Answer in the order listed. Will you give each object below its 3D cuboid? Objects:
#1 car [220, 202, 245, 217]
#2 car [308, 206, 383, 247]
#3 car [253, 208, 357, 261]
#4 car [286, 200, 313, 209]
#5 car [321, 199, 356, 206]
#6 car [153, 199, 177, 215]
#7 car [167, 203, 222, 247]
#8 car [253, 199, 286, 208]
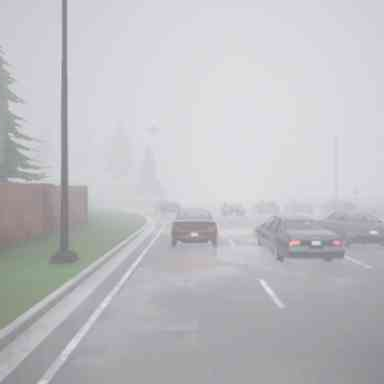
[{"bbox_3d":[3.596,1.553,30.557,1.895,1.301,4.718,0,0,0],"label":"car"},{"bbox_3d":[7.095,1.540,14.983,1.994,1.385,4.181,0,0,0],"label":"car"},{"bbox_3d":[3.597,1.528,12.133,2.033,1.411,5.357,0,0,0],"label":"car"},{"bbox_3d":[10.582,1.474,33.166,1.812,1.442,4.674,0,0,0],"label":"car"},{"bbox_3d":[14.095,1.454,32.206,1.837,1.490,4.892,0,0,0],"label":"car"},{"bbox_3d":[-2.581,1.425,33.408,1.882,1.535,5.008,0,0,-18],"label":"car"},{"bbox_3d":[0.096,1.454,15.038,1.882,1.535,5.008,0,0,0],"label":"car"},{"bbox_3d":[7.095,1.441,32.130,2.128,1.511,4.902,0,0,0],"label":"car"}]
